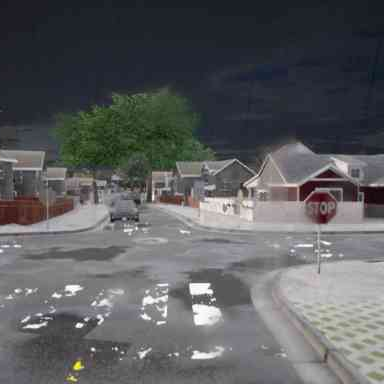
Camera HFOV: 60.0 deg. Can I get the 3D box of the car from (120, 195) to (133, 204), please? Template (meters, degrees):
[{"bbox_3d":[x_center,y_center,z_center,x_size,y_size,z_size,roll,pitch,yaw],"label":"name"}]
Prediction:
[{"bbox_3d":[-13.007,1.460,65.830,2.128,1.511,4.902,0,0,-16],"label":"car"}]

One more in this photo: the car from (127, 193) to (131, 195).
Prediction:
[{"bbox_3d":[-10.575,1.345,48.504,2.097,1.767,4.553,0,0,-15],"label":"car"}]

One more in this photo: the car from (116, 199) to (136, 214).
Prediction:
[{"bbox_3d":[-7.332,1.542,36.534,2.033,1.411,5.357,0,0,-13],"label":"car"}]

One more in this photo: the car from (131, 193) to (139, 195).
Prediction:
[{"bbox_3d":[-9.975,1.191,55.930,2.150,2.045,5.566,0,0,-17],"label":"car"}]

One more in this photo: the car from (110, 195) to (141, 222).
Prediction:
[{"bbox_3d":[-5.254,1.348,26.115,2.097,1.767,4.553,0,0,-10],"label":"car"}]
